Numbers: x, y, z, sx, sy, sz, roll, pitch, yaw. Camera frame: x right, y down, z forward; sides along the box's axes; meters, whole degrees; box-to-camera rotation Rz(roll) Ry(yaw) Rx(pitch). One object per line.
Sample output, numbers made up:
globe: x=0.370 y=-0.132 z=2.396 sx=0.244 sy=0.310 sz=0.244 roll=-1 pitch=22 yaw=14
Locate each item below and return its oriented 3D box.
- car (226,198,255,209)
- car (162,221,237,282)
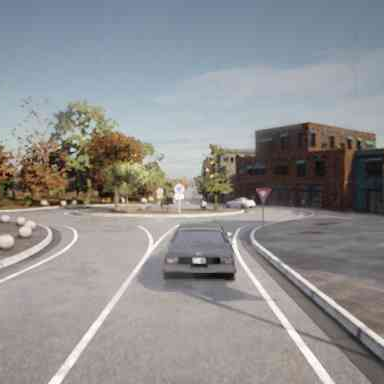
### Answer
car: x=6.690 y=1.555 z=46.097 sx=1.812 sy=1.442 sz=4.674 roll=-1 pitch=0 yaw=-36
car: x=0.243 y=1.588 z=9.930 sx=2.033 sy=1.411 sz=5.357 roll=0 pitch=0 yaw=2
